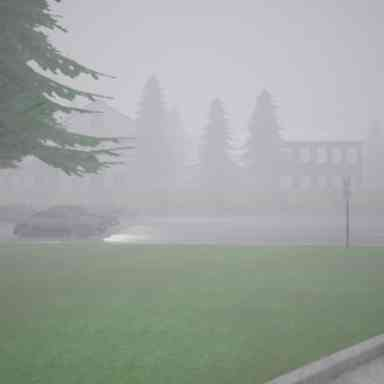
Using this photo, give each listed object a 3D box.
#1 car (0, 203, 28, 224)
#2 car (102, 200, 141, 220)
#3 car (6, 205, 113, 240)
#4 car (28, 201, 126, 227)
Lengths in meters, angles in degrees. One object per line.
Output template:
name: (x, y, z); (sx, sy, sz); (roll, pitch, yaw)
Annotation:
car: (-11.644, 1.489, 23.404); (5.357, 1.411, 2.033); (0, 0, 2)
car: (-6.567, 1.432, 26.733); (4.902, 1.511, 2.128); (0, 0, 2)
car: (-6.310, 1.525, 16.217); (4.181, 1.385, 1.994); (0, 0, 2)
car: (-6.723, 1.459, 19.734); (4.892, 1.490, 1.837); (0, 0, 2)
